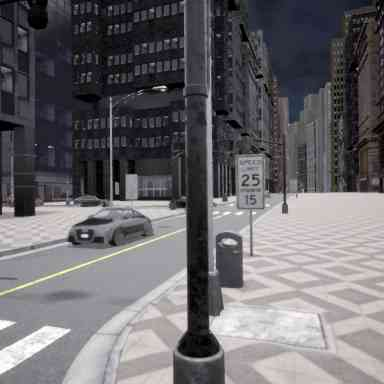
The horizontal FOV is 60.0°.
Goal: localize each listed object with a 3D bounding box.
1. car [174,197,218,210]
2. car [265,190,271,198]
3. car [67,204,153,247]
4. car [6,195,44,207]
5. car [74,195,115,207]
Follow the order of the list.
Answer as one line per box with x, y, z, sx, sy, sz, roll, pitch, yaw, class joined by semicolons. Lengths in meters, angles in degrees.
0.190;1.110;31.916;1.895;1.301;4.718;-1;1;-44;car
14.699;0.442;66.806;1.837;1.490;4.892;-1;1;19;car
-3.319;1.396;14.152;1.994;1.385;4.181;-1;1;19;car
-20.568;1.047;41.062;4.553;1.767;2.097;-1;0;19;car
-11.080;1.106;37.806;4.892;1.490;1.837;-1;0;19;car
